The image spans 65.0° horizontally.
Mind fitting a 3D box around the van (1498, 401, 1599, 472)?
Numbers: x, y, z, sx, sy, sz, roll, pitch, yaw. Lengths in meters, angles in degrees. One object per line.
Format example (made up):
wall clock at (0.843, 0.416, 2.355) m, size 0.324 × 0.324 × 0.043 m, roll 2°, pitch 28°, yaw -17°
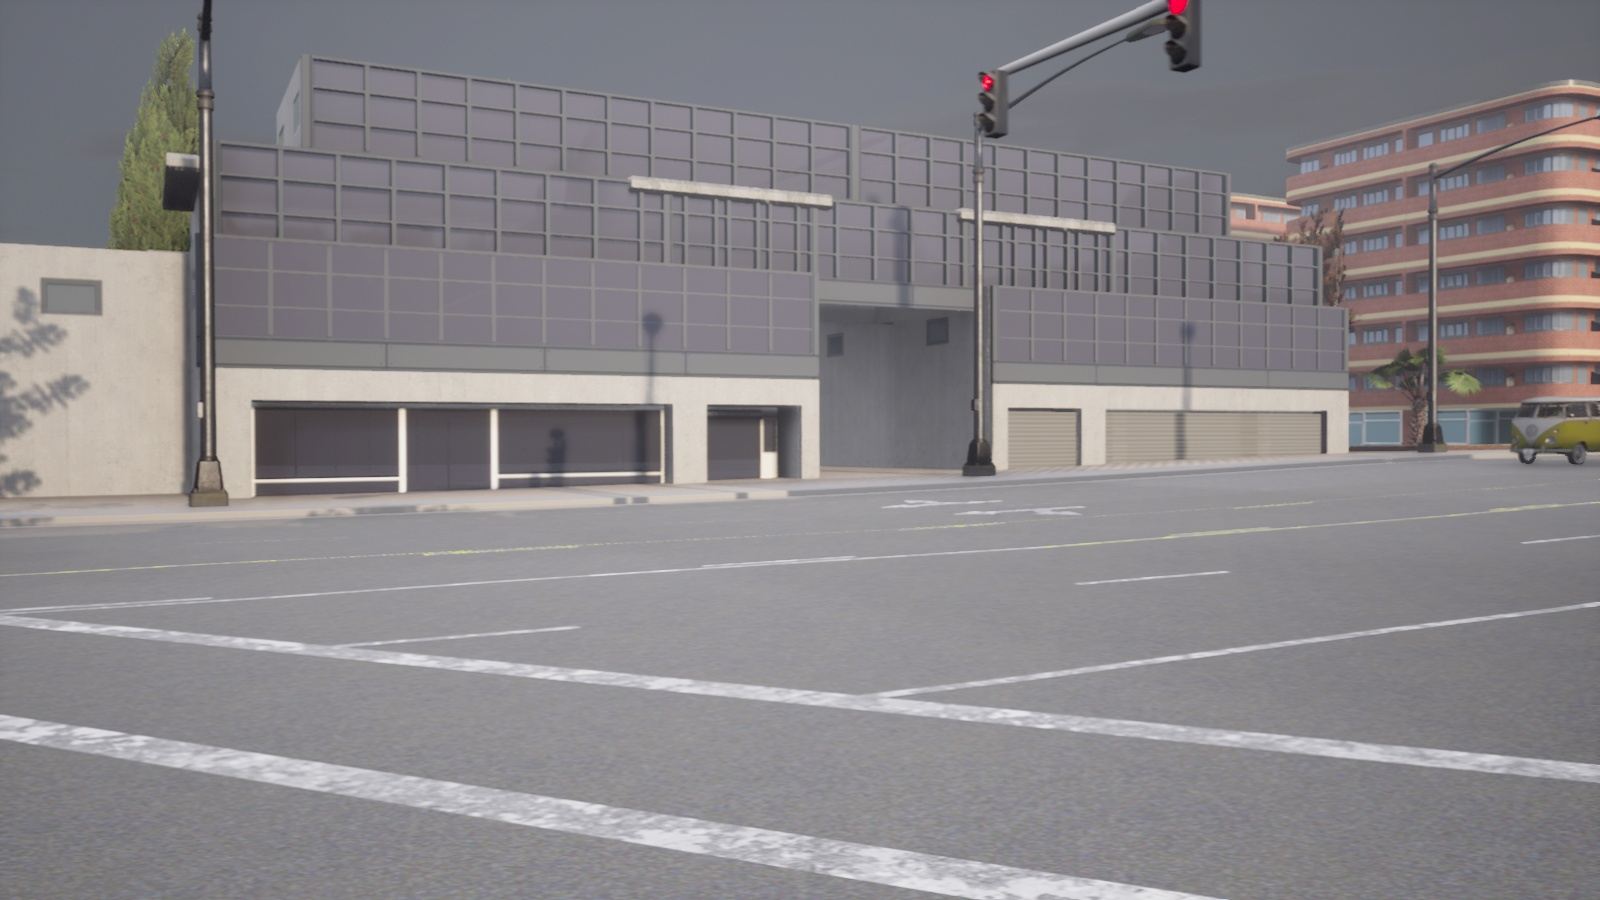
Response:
van at (22.890, -0.427, 37.148) m, size 4.442 × 1.987 × 1.775 m, roll -1°, pitch 1°, yaw -28°
